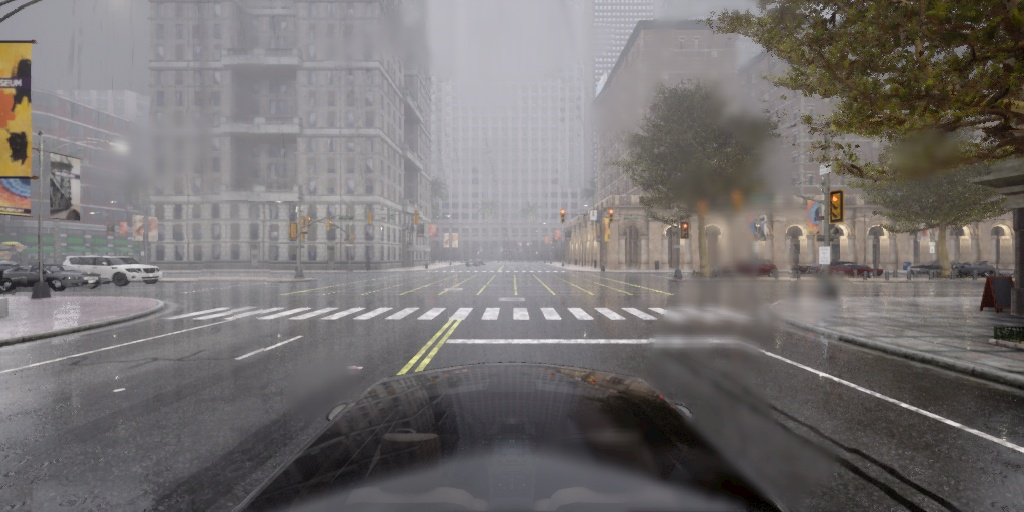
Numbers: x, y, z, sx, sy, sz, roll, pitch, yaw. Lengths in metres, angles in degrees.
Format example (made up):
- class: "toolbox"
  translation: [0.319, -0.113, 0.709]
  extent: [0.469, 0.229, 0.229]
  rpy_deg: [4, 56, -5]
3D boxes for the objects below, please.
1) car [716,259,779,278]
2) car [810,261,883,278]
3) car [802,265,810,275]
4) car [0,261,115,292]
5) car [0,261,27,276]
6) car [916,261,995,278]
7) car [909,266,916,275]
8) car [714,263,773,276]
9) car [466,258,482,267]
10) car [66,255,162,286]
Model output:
- class: "car"
  translation: [21.385, 1.102, 32.485]
  extent: [4.553, 1.767, 2.097]
  rpy_deg: [0, 0, 0]
- class: "car"
  translation: [30.373, 1.351, 32.441]
  extent: [4.718, 1.301, 1.895]
  rpy_deg: [0, 0, 0]
- class: "car"
  translation: [32.469, 1.255, 35.931]
  extent: [4.892, 1.490, 1.837]
  rpy_deg: [0, 0, 0]
- class: "car"
  translation: [-27.066, 1.242, 21.030]
  extent: [4.902, 1.511, 2.128]
  rpy_deg: [0, 0, 0]
- class: "car"
  translation: [-52.547, 1.255, 36.911]
  extent: [4.892, 1.490, 1.837]
  rpy_deg: [0, 0, 20]
- class: "car"
  translation: [40.361, 1.241, 32.385]
  extent: [4.902, 1.511, 2.128]
  rpy_deg: [0, 0, 1]
- class: "car"
  translation: [42.786, 1.241, 35.867]
  extent: [4.902, 1.511, 2.128]
  rpy_deg: [0, 0, 1]
- class: "car"
  translation: [23.146, 1.351, 35.977]
  extent: [4.718, 1.301, 1.895]
  rpy_deg: [0, 0, 0]
- class: "car"
  translation: [-7.101, 1.242, 64.428]
  extent: [2.128, 1.511, 4.902]
  rpy_deg: [0, 0, 1]
- class: "car"
  translation: [-27.387, 0.971, 24.547]
  extent: [5.566, 2.045, 2.150]
  rpy_deg: [0, 0, 2]
